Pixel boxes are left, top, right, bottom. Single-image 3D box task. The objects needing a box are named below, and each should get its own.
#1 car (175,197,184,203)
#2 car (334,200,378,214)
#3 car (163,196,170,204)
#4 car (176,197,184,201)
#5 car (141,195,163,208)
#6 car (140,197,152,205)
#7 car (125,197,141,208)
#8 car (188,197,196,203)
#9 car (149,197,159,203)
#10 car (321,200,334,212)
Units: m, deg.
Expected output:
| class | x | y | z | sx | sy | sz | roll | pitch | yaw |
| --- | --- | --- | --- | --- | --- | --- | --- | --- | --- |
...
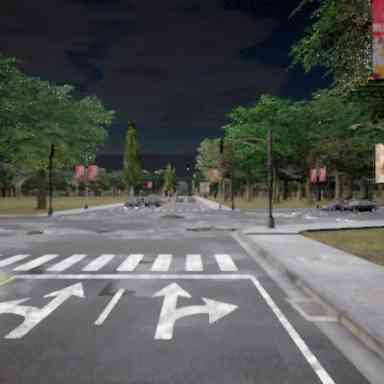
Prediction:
| class | x | y | z | sx | sy | sz | roll | pitch | yaw |
| --- | --- | --- | --- | --- | --- | --- | --- | --- | --- |
| car | -3.285 | 1.956 | 82.256 | 2.128 | 1.511 | 4.902 | 0 | 0 | 0 |
| car | 19.759 | 1.747 | 39.482 | 5.008 | 1.535 | 1.882 | 0 | -1 | -23 |
| car | -6.530 | 1.724 | 71.085 | 2.097 | 1.767 | 4.553 | 0 | 0 | 0 |
| car | -3.290 | 1.938 | 92.703 | 1.895 | 1.301 | 4.718 | 0 | 0 | 0 |
| car | -6.572 | 1.506 | 55.672 | 2.150 | 2.045 | 5.566 | 0 | -1 | 1 |
| car | -9.780 | 1.866 | 70.529 | 1.837 | 1.490 | 4.892 | 0 | 0 | 0 |
| car | -9.823 | 1.632 | 55.444 | 2.097 | 1.767 | 4.553 | 0 | 0 | 0 |
| car | -0.035 | 1.956 | 82.257 | 2.128 | 1.511 | 4.902 | 0 | 0 | 0 |
| car | -9.787 | 2.042 | 85.459 | 1.895 | 1.301 | 4.718 | 0 | 0 | 0 |
| car | 18.712 | 1.792 | 42.565 | 4.902 | 1.511 | 2.128 | 0 | -1 | -23 |
